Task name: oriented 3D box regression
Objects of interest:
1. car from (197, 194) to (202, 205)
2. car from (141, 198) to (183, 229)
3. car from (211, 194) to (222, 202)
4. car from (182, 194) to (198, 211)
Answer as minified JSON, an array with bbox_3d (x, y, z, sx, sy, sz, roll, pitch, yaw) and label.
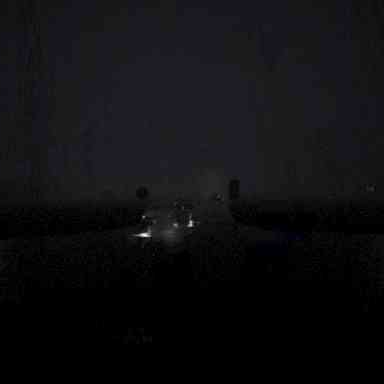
[{"bbox_3d":[0.393,1.039,48.626,1.812,1.442,4.674,0,1,6],"label":"car"},{"bbox_3d":[-1.811,1.327,20.034,1.812,1.442,4.674,0,0,3],"label":"car"},{"bbox_3d":[4.094,0.984,56.158,2.033,1.411,5.357,0,1,6],"label":"car"},{"bbox_3d":[-0.731,1.247,35.662,1.895,1.301,4.718,0,1,5],"label":"car"}]
